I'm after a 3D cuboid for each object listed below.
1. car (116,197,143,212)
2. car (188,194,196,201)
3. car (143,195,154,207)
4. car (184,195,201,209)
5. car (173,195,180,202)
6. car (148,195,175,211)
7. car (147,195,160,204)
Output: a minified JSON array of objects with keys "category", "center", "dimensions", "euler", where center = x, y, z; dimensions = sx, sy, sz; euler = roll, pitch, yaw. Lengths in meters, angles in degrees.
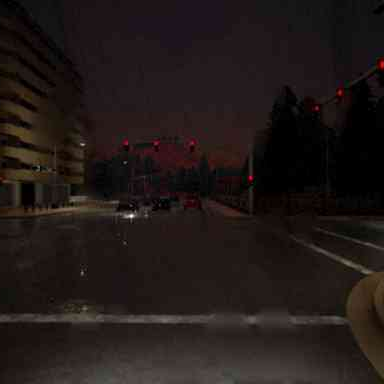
[{"category":"car","center":[-7.107,1.373,37.194],"dimensions":[1.882,1.535,5.008],"euler":[0,0,0]},{"category":"car","center":[-0.039,1.312,75.868],"dimensions":[1.812,1.442,4.674],"euler":[0,0,0]},{"category":"car","center":[-7.107,1.391,48.075],"dimensions":[1.812,1.442,4.674],"euler":[0,0,0]},{"category":"car","center":[0.079,1.230,43.314],"dimensions":[2.097,1.767,4.553],"euler":[0,0,0]},{"category":"car","center":[-3.530,1.290,66.882],"dimensions":[1.882,1.535,5.008],"euler":[0,0,0]},{"category":"car","center":[-3.421,1.440,38.084],"dimensions":[2.033,1.411,5.357],"euler":[0,0,0]},{"category":"car","center":[-7.080,1.326,62.219],"dimensions":[1.837,1.490,4.892],"euler":[0,1,0]}]
